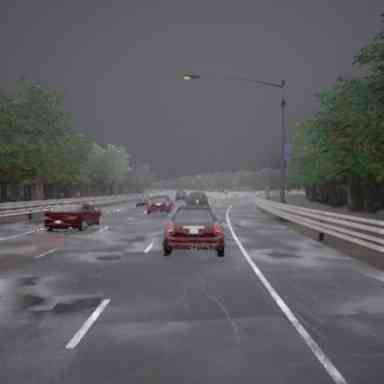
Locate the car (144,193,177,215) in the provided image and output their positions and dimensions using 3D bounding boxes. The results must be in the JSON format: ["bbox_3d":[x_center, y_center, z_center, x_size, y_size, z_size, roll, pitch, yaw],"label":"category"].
[{"bbox_3d":[-2.913,1.158,31.931,2.097,1.767,4.553,0,0,2],"label":"car"}]

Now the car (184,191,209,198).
[{"bbox_3d":[0.597,1.014,34.895,2.150,2.045,5.566,0,0,2],"label":"car"}]

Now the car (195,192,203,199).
[{"bbox_3d":[1.851,0.824,88.491,2.097,1.767,4.553,0,0,0],"label":"car"}]

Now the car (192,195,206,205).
[{"bbox_3d":[1.116,1.209,51.770,2.033,1.411,5.357,0,0,2],"label":"car"}]

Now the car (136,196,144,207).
[{"bbox_3d":[-6.071,1.254,44.089,2.033,1.411,5.357,0,0,2],"label":"car"}]

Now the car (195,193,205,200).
[{"bbox_3d":[1.736,1.049,74.634,2.128,1.511,4.902,0,0,1],"label":"car"}]

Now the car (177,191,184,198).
[{"bbox_3d":[-1.927,0.801,62.902,2.150,2.045,5.566,0,0,2],"label":"car"}]

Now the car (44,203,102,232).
[{"bbox_3d":[-6.737,1.364,19.354,1.882,1.535,5.008,0,0,1],"label":"car"}]

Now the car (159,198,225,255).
[{"bbox_3d":[0.090,1.286,13.072,2.097,1.767,4.553,0,0,1],"label":"car"}]
